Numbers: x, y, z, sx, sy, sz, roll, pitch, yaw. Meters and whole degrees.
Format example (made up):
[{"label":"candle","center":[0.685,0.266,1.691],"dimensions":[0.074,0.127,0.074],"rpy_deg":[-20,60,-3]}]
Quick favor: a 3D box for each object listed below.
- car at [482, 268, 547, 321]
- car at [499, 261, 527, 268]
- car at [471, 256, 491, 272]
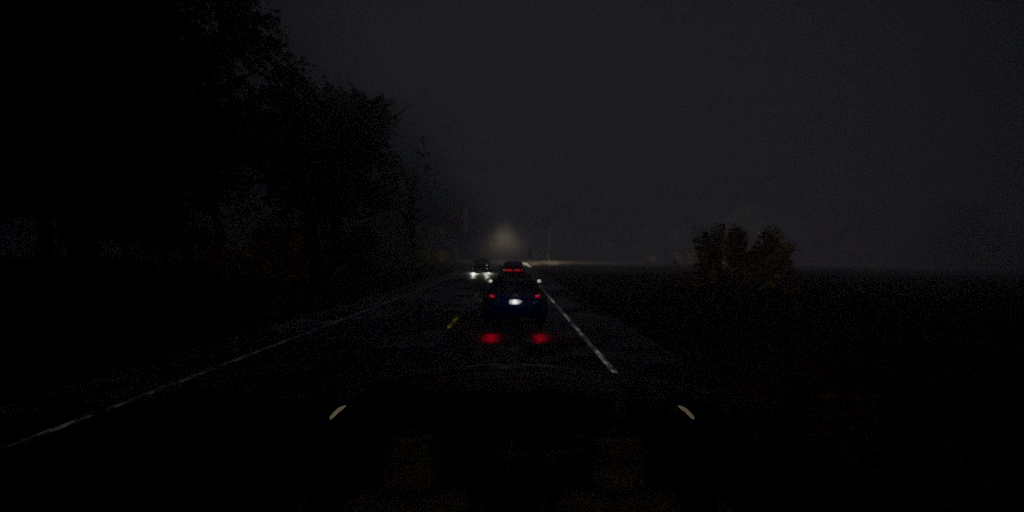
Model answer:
[{"label":"car","center":[0.088,1.270,12.205],"dimensions":[1.994,1.385,4.181],"rpy_deg":[0,0,0]},{"label":"car","center":[0.094,1.146,27.345],"dimensions":[1.837,1.490,4.892],"rpy_deg":[0,0,0]},{"label":"car","center":[-3.576,0.925,41.939],"dimensions":[2.097,1.767,4.553],"rpy_deg":[0,0,0]}]
